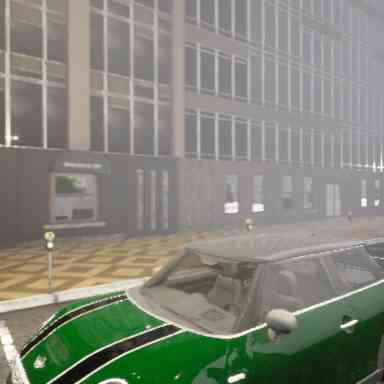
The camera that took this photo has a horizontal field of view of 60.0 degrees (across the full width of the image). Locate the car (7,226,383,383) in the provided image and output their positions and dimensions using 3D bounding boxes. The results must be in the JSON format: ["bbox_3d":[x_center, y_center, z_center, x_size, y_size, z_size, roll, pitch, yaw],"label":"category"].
[{"bbox_3d":[0.507,1.348,3.730,4.553,1.767,2.097,0,0,-35],"label":"car"}]
